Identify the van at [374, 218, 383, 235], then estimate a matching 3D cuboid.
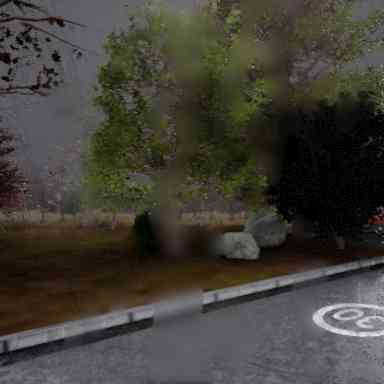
[{"bbox_3d":[12.213,1.544,18.912,1.878,1.987,4.442,2,-1,-35],"label":"van"}]
